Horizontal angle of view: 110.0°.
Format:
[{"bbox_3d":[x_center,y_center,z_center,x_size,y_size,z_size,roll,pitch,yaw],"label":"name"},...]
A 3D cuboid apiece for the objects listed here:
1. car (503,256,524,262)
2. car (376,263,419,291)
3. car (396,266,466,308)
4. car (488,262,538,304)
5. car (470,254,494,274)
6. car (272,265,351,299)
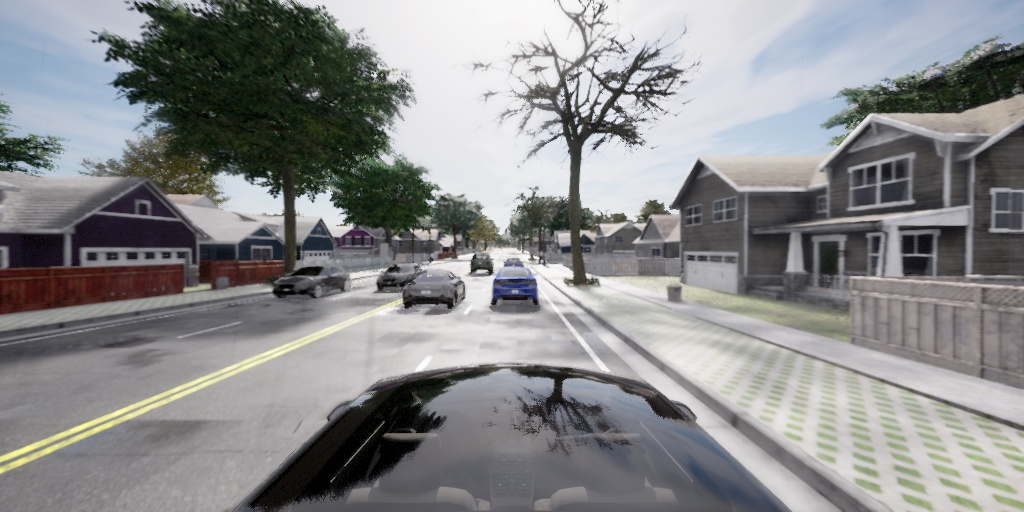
[{"bbox_3d":[0.150,0.913,36.554,2.097,1.767,4.553,0,1,0],"label":"car"},{"bbox_3d":[-6.572,1.200,21.600,1.837,1.490,4.892,0,0,0],"label":"car"},{"bbox_3d":[-3.132,1.289,15.101,1.994,1.385,4.181,0,0,0],"label":"car"},{"bbox_3d":[0.119,1.201,16.188,1.882,1.535,5.008,0,0,0],"label":"car"},{"bbox_3d":[-3.098,0.769,37.535,2.150,2.045,5.566,0,1,0],"label":"car"},{"bbox_3d":[-9.828,1.217,18.026,1.837,1.490,4.892,0,0,0],"label":"car"}]
